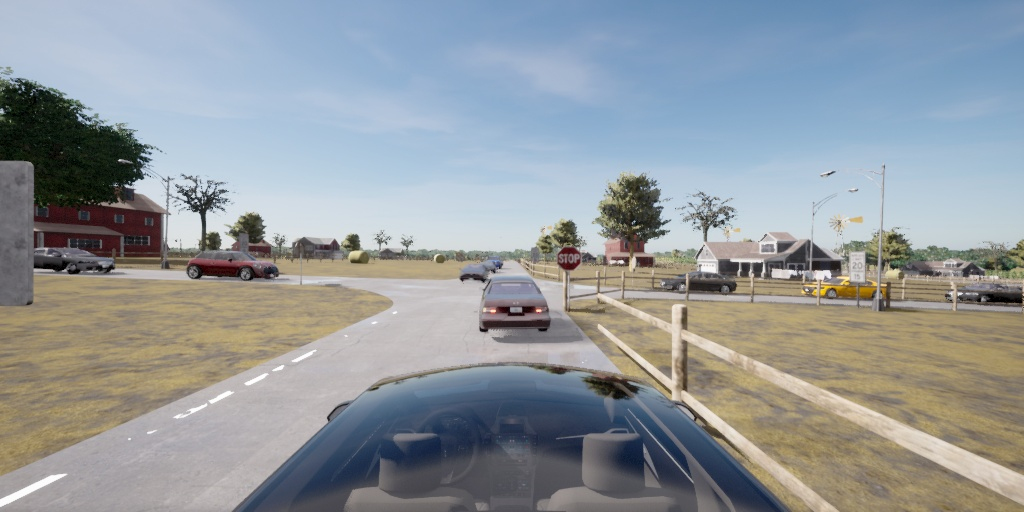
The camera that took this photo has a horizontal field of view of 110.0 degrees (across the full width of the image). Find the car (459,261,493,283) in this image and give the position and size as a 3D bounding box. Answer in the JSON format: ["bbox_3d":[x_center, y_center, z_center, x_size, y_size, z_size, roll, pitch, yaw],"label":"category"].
[{"bbox_3d":[-2.820,1.282,27.530,2.033,1.411,5.357,1,-1,0],"label":"car"}]

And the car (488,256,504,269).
[{"bbox_3d":[-2.791,0.997,55.436,2.150,2.045,5.566,0,0,0],"label":"car"}]

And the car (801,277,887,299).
[{"bbox_3d":[22.777,2.178,24.629,5.008,1.535,1.882,2,0,0],"label":"car"}]

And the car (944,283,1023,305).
[{"bbox_3d":[32.856,2.603,24.632,4.902,1.511,2.128,2,0,0],"label":"car"}]

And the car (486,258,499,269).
[{"bbox_3d":[-2.832,1.291,41.496,1.812,1.442,4.674,0,0,0],"label":"car"}]

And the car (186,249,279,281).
[{"bbox_3d":[-16.693,0.512,21.639,4.553,1.767,2.097,2,0,0],"label":"car"}]

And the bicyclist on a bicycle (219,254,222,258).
[{"bbox_3d":[-22.612,0.407,27.619,0.582,1.620,1.656,2,0,0],"label":"bicyclist on a bicycle"}]

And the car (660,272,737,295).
[{"bbox_3d":[12.708,1.805,24.570,4.892,1.490,1.837,2,0,-2],"label":"car"}]

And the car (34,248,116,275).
[{"bbox_3d":[-26.947,0.271,21.627,4.902,1.511,2.128,2,0,0],"label":"car"}]

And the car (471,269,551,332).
[{"bbox_3d":[-0.032,1.299,10.844,2.033,1.411,5.357,0,0,-3],"label":"car"}]
